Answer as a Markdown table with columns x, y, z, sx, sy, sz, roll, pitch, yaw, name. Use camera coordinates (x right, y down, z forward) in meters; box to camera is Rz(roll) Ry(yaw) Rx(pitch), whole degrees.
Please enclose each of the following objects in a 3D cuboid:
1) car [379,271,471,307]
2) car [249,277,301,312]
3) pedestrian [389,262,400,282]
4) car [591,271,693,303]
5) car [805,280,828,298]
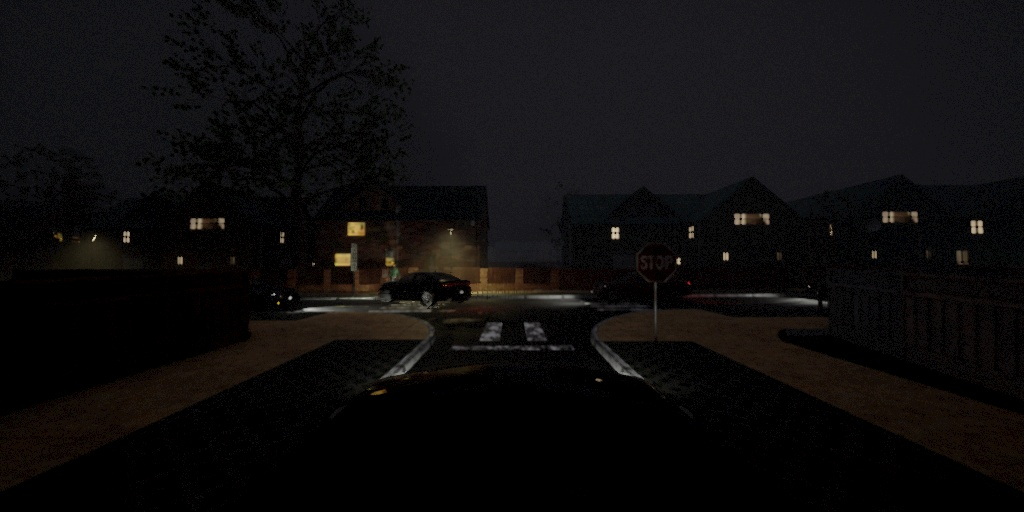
| x | y | z | sx | sy | sz | roll | pitch | yaw | name |
| --- | --- | --- | --- | --- | --- | --- | --- | --- | --- |
| -4.157 | 1.458 | 16.716 | 5.008 | 1.535 | 1.882 | -2 | -4 | 36 | car |
| -10.960 | 1.538 | 14.505 | 4.181 | 1.385 | 1.994 | -1 | -2 | 0 | car |
| -6.705 | 1.270 | 20.330 | 0.375 | 1.860 | 0.375 | 0 | -1 | 1 | pedestrian |
| 6.168 | 1.435 | 17.228 | 4.674 | 1.442 | 1.812 | -1 | -2 | 1 | car |
| 17.262 | 1.362 | 17.084 | 5.357 | 1.411 | 2.033 | 0 | -2 | 1 | car |
